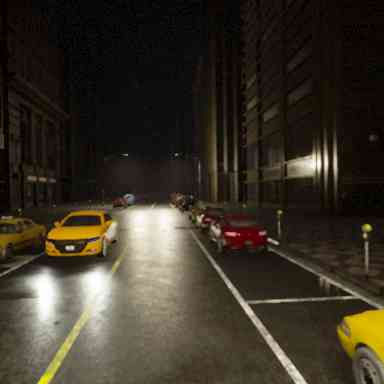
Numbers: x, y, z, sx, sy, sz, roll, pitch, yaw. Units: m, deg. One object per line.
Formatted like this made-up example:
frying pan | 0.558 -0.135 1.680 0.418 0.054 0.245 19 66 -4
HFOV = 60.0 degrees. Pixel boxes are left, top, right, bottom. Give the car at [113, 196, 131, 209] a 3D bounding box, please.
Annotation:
car | -9.834 1.578 45.820 1.802 1.307 4.206 -1 0 -5

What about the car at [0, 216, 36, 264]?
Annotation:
car | -6.780 1.580 12.078 1.752 1.417 4.829 -1 0 -5

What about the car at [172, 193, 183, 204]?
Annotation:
car | -1.348 1.312 46.603 1.967 1.590 4.097 -1 0 -5

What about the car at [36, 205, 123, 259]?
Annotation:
car | -4.091 1.491 13.012 1.882 1.535 5.008 -1 0 -5

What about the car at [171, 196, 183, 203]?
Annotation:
car | -2.867 1.411 63.391 1.947 1.339 4.313 -1 0 -5

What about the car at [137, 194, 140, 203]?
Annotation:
car | -11.355 1.514 62.606 1.887 1.381 4.507 -1 0 -5

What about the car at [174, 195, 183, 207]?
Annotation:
car | -0.840 1.425 41.007 1.887 1.381 4.507 -1 0 -5

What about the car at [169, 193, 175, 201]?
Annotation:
car | -2.364 1.169 57.794 2.192 1.841 5.009 -1 0 -5

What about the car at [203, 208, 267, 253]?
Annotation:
car | 1.694 1.512 13.028 1.802 1.307 4.206 -1 0 -5

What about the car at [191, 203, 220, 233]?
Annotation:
car | 1.187 1.501 18.624 1.802 1.307 4.206 -1 0 -5

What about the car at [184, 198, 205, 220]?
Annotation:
car | 0.664 1.433 24.389 1.752 1.417 4.829 -1 0 -5

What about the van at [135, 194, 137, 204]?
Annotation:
van | -10.851 1.319 57.010 1.690 1.788 3.998 -1 0 -5

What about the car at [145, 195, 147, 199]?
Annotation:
car | -13.385 1.253 84.987 2.192 1.841 5.009 -1 0 -5

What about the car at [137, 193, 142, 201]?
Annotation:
car | -11.861 1.527 68.202 1.947 1.339 4.313 -1 0 -5

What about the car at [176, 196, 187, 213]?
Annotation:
car | -0.333 1.455 35.412 1.947 1.339 4.313 -1 0 -5

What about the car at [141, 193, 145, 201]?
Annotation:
car | -12.874 1.527 79.392 1.802 1.307 4.206 -1 0 -5

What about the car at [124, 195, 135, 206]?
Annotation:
car | -10.341 1.553 51.415 1.947 1.339 4.313 -1 0 -5

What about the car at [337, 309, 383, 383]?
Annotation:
car | 2.691 1.479 2.006 1.752 1.417 4.829 -1 0 -5
